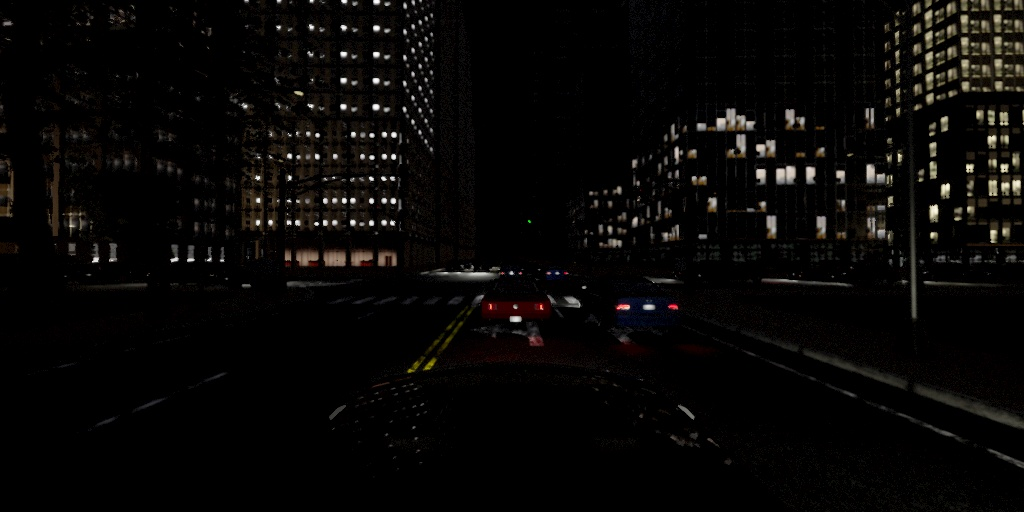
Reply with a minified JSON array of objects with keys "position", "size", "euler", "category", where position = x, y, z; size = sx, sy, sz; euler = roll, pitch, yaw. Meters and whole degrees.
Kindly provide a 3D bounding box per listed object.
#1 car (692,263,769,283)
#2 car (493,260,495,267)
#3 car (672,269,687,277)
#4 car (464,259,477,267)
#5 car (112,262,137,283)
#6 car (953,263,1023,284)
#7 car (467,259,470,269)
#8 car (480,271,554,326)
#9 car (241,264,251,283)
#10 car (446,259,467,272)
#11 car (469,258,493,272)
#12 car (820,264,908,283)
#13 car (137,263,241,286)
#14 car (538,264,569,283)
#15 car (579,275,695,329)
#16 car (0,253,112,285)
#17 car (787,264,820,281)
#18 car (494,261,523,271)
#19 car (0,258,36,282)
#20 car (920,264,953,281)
[{"position":[17.034,1.272,27.793],"size":[4.902,1.511,2.128],"euler":[0,-1,2],"category":"car"},{"position":[-4.008,1.236,55.623],"size":[2.033,1.411,5.357],"euler":[0,0,-1],"category":"car"},{"position":[16.843,1.372,31.049],"size":[5.357,1.411,2.033],"euler":[0,-1,2],"category":"car"},{"position":[-7.375,1.238,64.378],"size":[1.994,1.385,4.181],"euler":[0,0,-1],"category":"car"},{"position":[-28.966,1.148,26.210],"size":[5.008,1.535,1.882],"euler":[0,-1,2],"category":"car"},{"position":[37.440,1.282,27.237],"size":[5.008,1.535,1.882],"euler":[0,-1,2],"category":"car"},{"position":[-7.251,1.167,54.413],"size":[1.882,1.535,5.008],"euler":[0,0,-1],"category":"car"},{"position":[0.099,1.345,11.517],"size":[1.895,1.301,4.718],"euler":[0,0,0],"category":"car"},{"position":[-19.981,1.247,25.936],"size":[4.181,1.385,1.994],"euler":[0,-1,2],"category":"car"},{"position":[-7.124,1.208,45.065],"size":[1.837,1.490,4.892],"euler":[0,0,-1],"category":"car"},{"position":[-3.894,1.194,45.931],"size":[2.128,1.511,4.902],"euler":[0,0,-2],"category":"car"},{"position":[27.000,1.318,27.514],"size":[4.674,1.442,1.812],"euler":[0,-1,2],"category":"car"},{"position":[-20.321,1.164,22.697],"size":[4.674,1.442,1.812],"euler":[0,-1,2],"category":"car"},{"position":[3.153,1.307,27.971],"size":[2.033,1.411,5.357],"euler":[0,-1,-1],"category":"car"},{"position":[3.384,1.291,11.216],"size":[2.033,1.411,5.357],"euler":[0,0,1],"category":"car"},{"position":[-29.761,0.846,22.984],"size":[5.566,2.045,2.150],"euler":[0,-1,2],"category":"car"},{"position":[26.214,1.400,30.794],"size":[4.181,1.385,1.994],"euler":[0,-1,2],"category":"car"},{"position":[-0.103,1.300,27.990],"size":[2.033,1.411,5.357],"euler":[0,-1,-1],"category":"car"},{"position":[-38.829,1.009,26.515],"size":[4.553,1.767,2.097],"euler":[0,-1,2],"category":"car"},{"position":[36.490,1.374,30.514],"size":[4.674,1.442,1.812],"euler":[0,-1,2],"category":"car"}]
